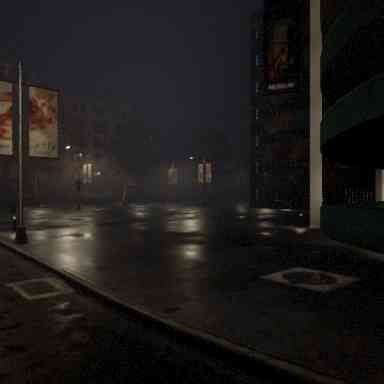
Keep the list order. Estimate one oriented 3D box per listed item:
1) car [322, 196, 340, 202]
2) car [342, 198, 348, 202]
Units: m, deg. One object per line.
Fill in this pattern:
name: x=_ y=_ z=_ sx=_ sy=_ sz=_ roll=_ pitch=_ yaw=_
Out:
car: x=15.593 y=1.320 z=39.958 sx=4.674 sy=1.452 sz=2.002 roll=0 pitch=0 yaw=-41
car: x=22.136 y=1.413 z=51.046 sx=4.786 sy=1.482 sz=2.161 roll=0 pitch=0 yaw=-41
